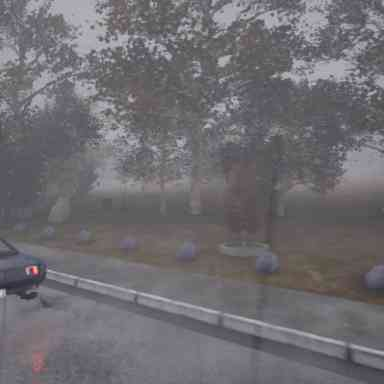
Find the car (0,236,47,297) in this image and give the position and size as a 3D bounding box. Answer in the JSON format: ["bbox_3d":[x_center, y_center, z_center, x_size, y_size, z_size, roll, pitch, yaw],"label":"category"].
[{"bbox_3d":[-5.365,1.592,7.435,4.718,1.301,1.895,0,0,36],"label":"car"}]
